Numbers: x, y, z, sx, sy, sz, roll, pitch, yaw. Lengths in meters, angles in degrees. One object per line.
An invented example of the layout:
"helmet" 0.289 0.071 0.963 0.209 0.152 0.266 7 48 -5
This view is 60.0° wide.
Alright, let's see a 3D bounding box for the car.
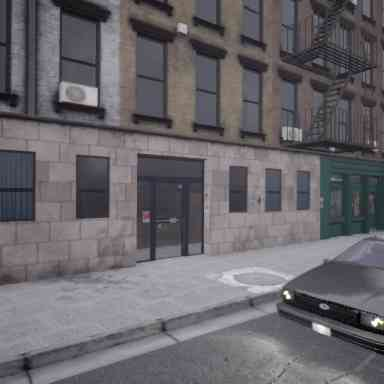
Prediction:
"car" 3.987 1.550 6.248 5.357 1.411 2.033 0 0 -36
